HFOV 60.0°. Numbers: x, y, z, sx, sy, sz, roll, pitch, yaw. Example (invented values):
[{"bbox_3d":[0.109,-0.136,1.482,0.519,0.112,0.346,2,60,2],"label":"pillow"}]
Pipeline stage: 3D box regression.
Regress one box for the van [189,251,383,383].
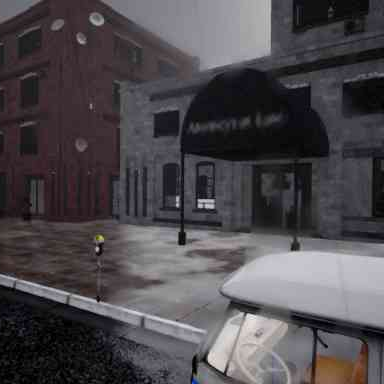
[{"bbox_3d":[1.790,1.341,1.627,3.998,1.788,1.690,0,1,34],"label":"van"}]
